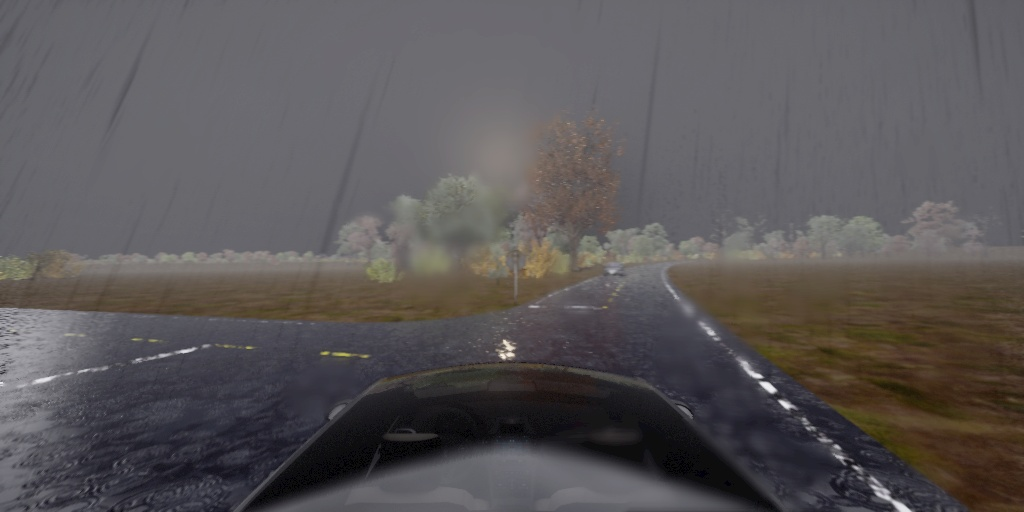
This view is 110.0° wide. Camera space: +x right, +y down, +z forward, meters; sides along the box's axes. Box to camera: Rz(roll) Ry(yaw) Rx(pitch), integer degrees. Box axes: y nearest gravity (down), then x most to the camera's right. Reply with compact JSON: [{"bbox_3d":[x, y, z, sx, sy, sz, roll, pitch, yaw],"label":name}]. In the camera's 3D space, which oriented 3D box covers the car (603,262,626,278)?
[{"bbox_3d":[10.437,1.360,36.427,2.128,1.511,4.902,-1,0,22],"label":"car"}]
